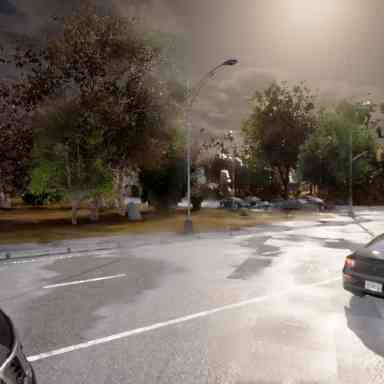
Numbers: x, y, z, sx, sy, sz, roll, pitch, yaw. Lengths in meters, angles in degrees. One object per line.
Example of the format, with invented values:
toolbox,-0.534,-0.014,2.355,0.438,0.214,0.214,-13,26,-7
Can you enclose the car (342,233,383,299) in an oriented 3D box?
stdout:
car,5.138,1.515,7.265,4.674,1.442,1.812,0,0,-35

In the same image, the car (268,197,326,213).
car,11.469,1.456,36.592,2.033,1.411,5.357,0,0,-38

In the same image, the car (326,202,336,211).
car,14.186,1.372,38.801,1.882,1.535,5.008,0,0,-38

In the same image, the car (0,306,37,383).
car,-3.571,1.221,1.157,5.566,2.045,2.150,0,0,-36

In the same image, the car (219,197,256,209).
car,5.659,1.414,44.150,1.837,1.490,4.892,0,1,-38

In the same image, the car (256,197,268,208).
car,8.486,1.387,46.216,2.128,1.511,4.902,0,0,-38
